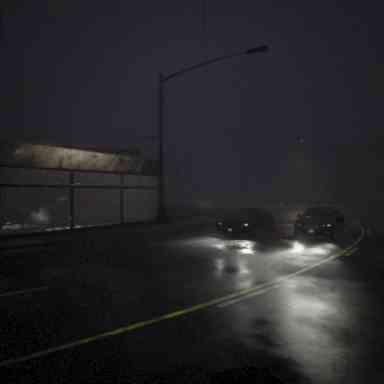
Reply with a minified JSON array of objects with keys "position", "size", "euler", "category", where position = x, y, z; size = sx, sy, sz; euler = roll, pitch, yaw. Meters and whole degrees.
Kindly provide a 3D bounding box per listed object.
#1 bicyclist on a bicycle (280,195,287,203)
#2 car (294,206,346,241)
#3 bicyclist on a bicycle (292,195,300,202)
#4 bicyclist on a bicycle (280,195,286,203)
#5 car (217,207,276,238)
[{"position":[18.938,1.514,69.199],"size":[1.656,1.620,0.582],"euler":[-8,3,-10],"category":"bicyclist on a bicycle"},{"position":[6.713,1.522,17.211],"size":[2.128,1.511,4.902],"euler":[0,0,32],"category":"car"},{"position":[23.207,1.441,74.410],"size":[1.656,1.620,0.582],"euler":[0,0,26],"category":"bicyclist on a bicycle"},{"position":[19.199,1.440,70.128],"size":[1.656,1.620,0.582],"euler":[0,0,-45],"category":"bicyclist on a bicycle"},{"position":[3.113,1.567,18.076],"size":[1.812,1.442,4.674],"euler":[0,0,33],"category":"car"}]
